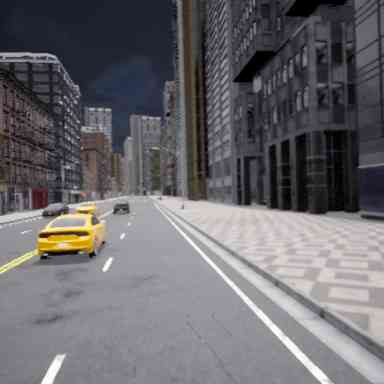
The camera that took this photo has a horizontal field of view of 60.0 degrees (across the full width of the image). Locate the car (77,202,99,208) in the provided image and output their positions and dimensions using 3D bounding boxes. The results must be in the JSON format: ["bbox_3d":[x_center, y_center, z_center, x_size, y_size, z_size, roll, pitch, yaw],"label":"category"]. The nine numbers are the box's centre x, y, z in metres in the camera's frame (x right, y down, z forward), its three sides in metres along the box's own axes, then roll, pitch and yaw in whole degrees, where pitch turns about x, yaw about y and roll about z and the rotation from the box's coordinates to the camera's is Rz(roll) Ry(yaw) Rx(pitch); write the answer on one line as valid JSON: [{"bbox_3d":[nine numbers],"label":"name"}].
[{"bbox_3d":[-11.359,1.860,36.341,1.882,1.535,5.008,-2,0,-8],"label":"car"}]

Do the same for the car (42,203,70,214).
[{"bbox_3d":[-14.576,1.957,35.887,1.882,1.535,5.008,-2,0,-8],"label":"car"}]

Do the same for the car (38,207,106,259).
[{"bbox_3d":[-4.664,1.638,13.534,1.882,1.535,5.008,-2,0,-8],"label":"car"}]

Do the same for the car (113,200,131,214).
[{"bbox_3d":[-8.525,1.804,40.688,1.837,1.490,4.892,-2,0,-8],"label":"car"}]
